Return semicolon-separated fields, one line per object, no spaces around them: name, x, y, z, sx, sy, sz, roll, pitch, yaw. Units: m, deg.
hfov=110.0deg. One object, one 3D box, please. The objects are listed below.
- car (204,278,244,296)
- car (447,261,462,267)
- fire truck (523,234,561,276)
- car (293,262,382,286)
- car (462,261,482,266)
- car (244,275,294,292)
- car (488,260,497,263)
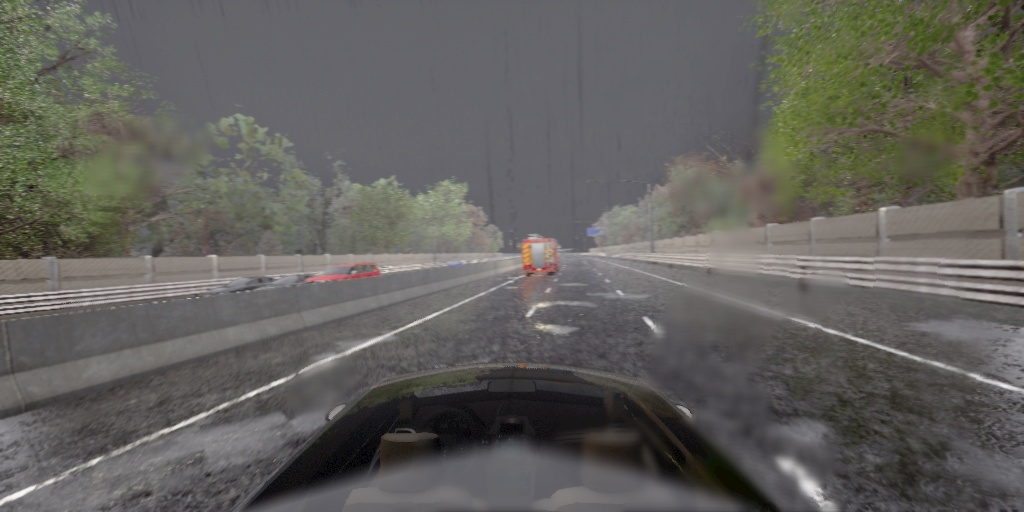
car;-17.029;2.107;23.143;1.837;1.490;4.892;-3;0;11
car;-9.990;1.622;63.774;1.882;1.535;5.008;-3;0;10
fire truck;3.057;-0.133;35.974;2.891;3.827;8.468;-3;0;10
car;-10.143;1.465;22.025;2.150;2.045;5.566;-3;0;11
car;-6.528;1.513;63.221;2.033;1.411;5.357;-3;0;9
car;-13.595;1.928;22.498;1.837;1.490;4.892;-3;0;11
car;-3.254;1.359;61.700;1.994;1.385;4.181;-3;0;10
